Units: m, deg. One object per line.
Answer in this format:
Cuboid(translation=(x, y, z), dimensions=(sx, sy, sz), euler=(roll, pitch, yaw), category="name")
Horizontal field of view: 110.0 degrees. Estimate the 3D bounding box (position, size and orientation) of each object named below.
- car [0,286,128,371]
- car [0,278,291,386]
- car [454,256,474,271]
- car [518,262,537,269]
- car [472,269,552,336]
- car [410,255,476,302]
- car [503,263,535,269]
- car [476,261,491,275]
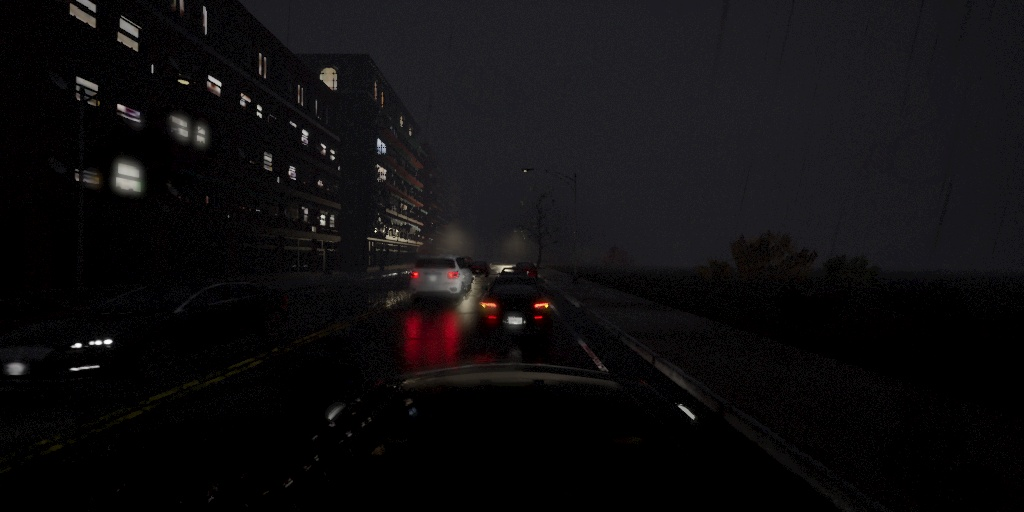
Cuboid(translation=(-9.860, 1.351, 5.963), dimensions=(1.895, 1.301, 4.718), euler=(0, 0, 0), category="car")
Cuboid(translation=(-6.613, 1.242, 7.234), dimensions=(2.128, 1.511, 4.902), euler=(0, 0, 0), category="car")
Cuboid(translation=(-6.699, 0.974, 50.420), dimensions=(2.150, 2.045, 5.566), euler=(0, 0, 0), category="car")
Cuboid(translation=(1.079, 1.231, 29.962), dimensions=(1.882, 1.535, 5.008), euler=(0, 0, 0), category="car")
Cuboid(translation=(0.074, 1.277, 10.267), dimensions=(1.812, 1.442, 4.674), euler=(0, 0, 0), category="car")
Cuboid(translation=(-3.183, 0.972, 17.121), dimensions=(2.150, 2.045, 5.566), euler=(0, 0, 0), category="car")
Cuboid(translation=(0.062, 1.317, 20.434), dimensions=(1.994, 1.385, 4.181), euler=(0, 0, 0), category="car")
Cuboid(translation=(-3.219, 1.231, 35.832), dimensions=(1.882, 1.535, 5.008), euler=(0, 0, 0), category="car")
